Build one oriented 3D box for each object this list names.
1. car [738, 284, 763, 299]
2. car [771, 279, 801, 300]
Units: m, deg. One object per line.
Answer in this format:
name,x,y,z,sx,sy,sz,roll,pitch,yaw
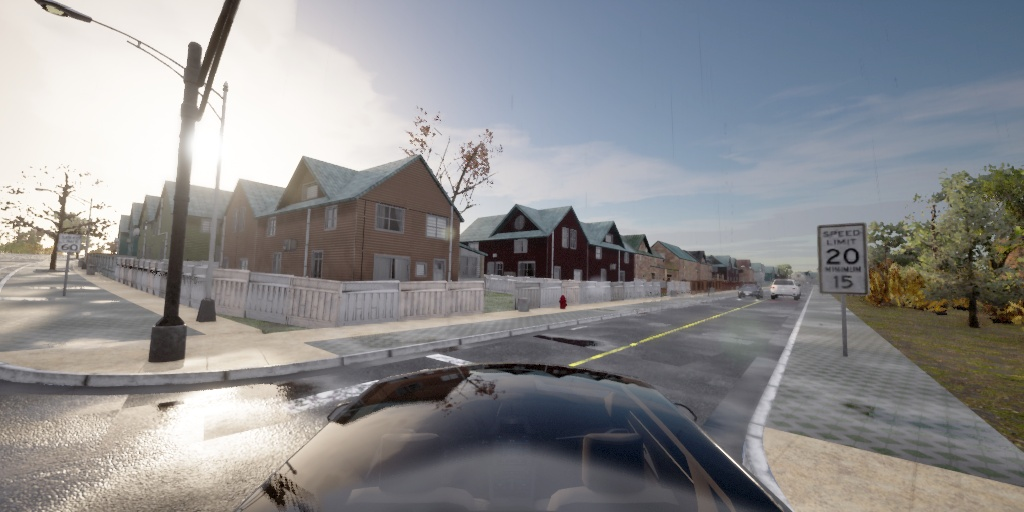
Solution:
car,25.171,3.707,37.770,2.128,1.511,4.902,-2,-4,40
car,28.318,3.458,37.118,2.150,2.045,5.566,-2,-4,41
